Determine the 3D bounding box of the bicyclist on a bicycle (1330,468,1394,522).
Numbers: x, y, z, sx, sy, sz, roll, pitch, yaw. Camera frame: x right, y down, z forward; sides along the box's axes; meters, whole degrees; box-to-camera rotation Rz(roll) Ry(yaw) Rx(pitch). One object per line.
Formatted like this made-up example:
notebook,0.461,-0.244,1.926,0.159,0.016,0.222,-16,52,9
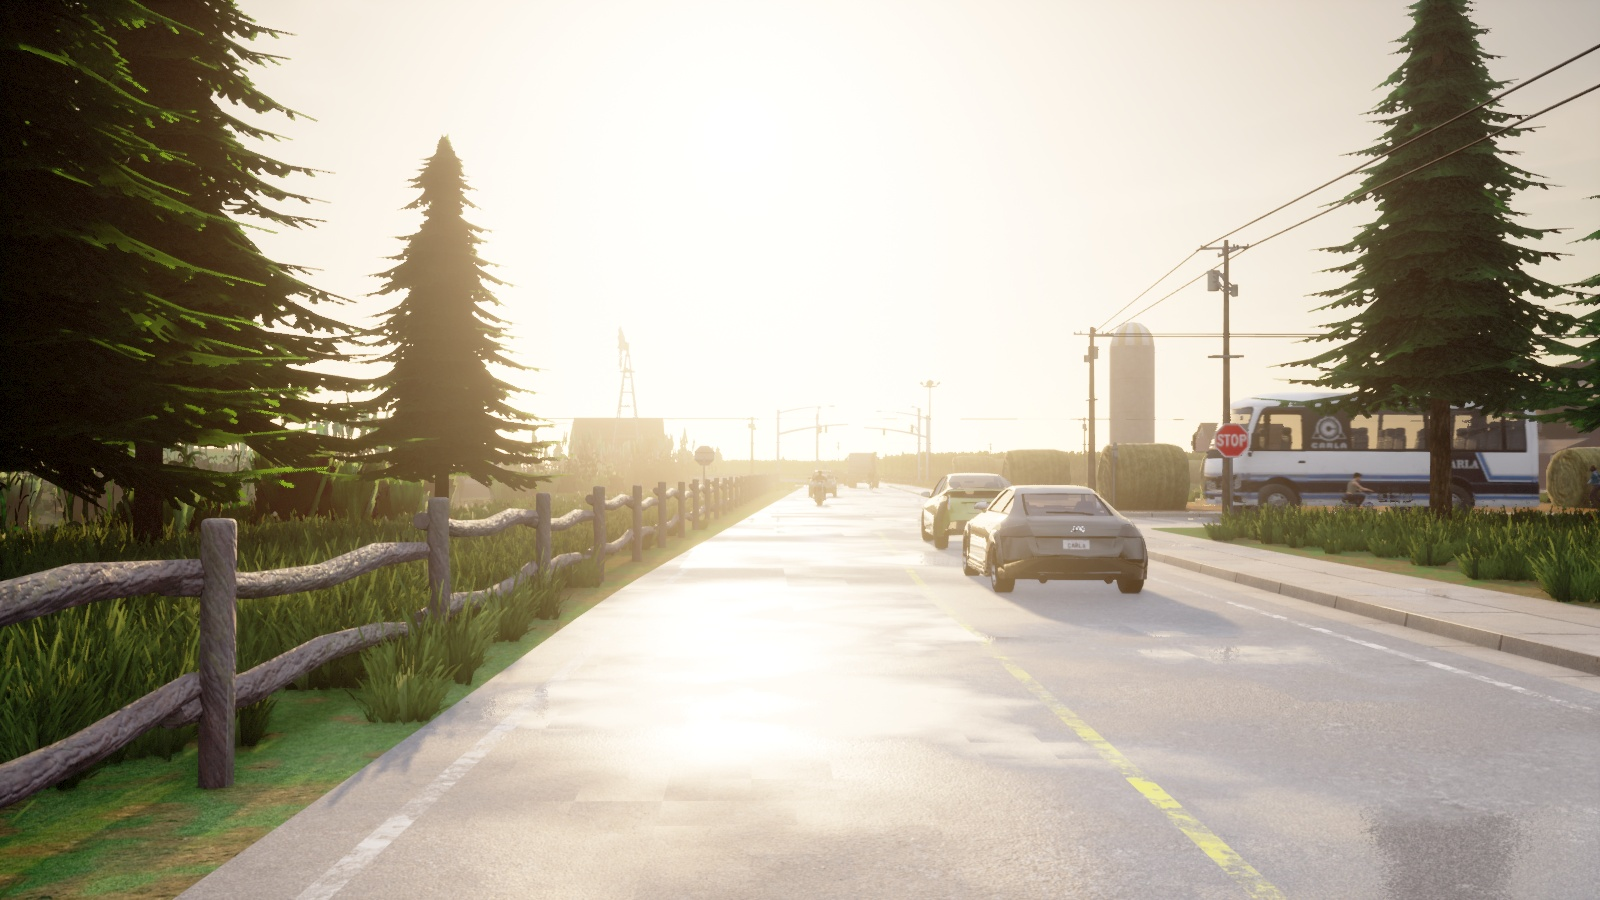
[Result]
bicyclist on a bicycle,16.998,1.347,38.005,1.509,1.612,0.866,0,-1,-2

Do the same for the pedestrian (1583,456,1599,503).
pedestrian,32.543,1.208,51.425,0.692,1.930,0.396,0,-1,11

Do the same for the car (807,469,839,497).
car,1.394,1.971,75.945,1.851,1.617,3.988,0,-1,1

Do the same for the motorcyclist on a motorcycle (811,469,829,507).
motorcyclist on a motorcycle,0.902,1.699,56.436,0.766,1.649,2.350,0,-1,1

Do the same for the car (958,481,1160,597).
car,3.457,1.151,17.595,1.994,1.385,4.181,0,-1,1

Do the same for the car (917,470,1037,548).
car,3.652,1.185,26.666,2.007,1.525,4.514,0,-1,1

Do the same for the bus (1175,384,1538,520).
bus,18.159,0.089,41.589,10.273,4.253,3.944,0,-1,-1
